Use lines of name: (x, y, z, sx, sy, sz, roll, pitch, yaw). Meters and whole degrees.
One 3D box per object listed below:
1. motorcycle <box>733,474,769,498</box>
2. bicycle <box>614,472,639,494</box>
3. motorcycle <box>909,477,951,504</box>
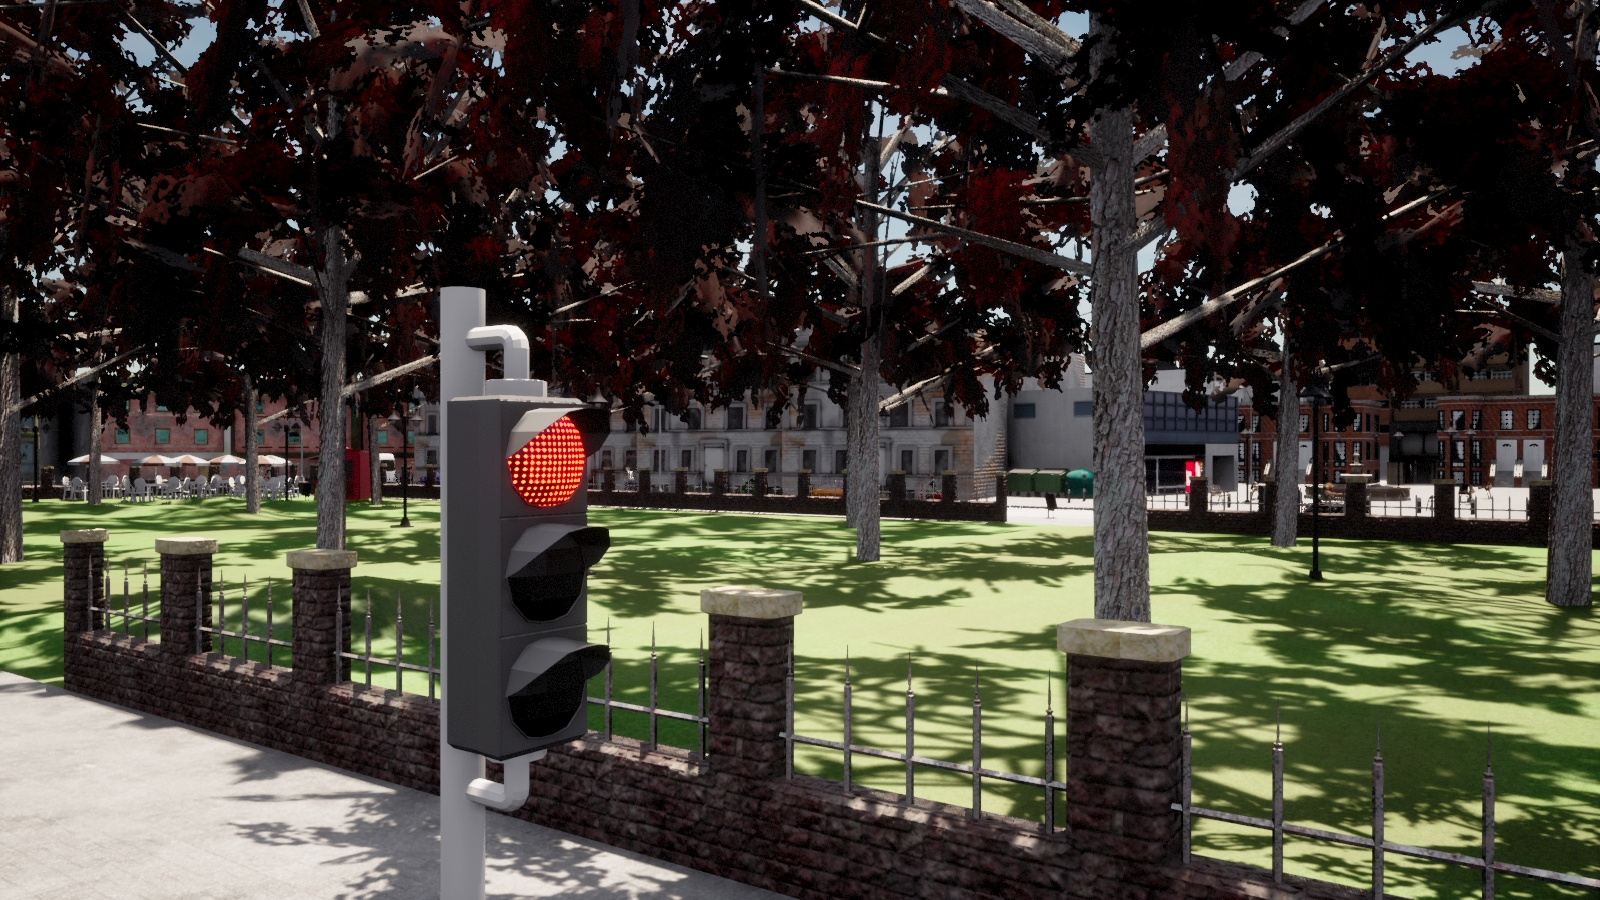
motorcycle: (-2.661, 1.962, 62.286, 1.805, 1.236, 0.856, 0, 0, 36)
bicycle: (-10.313, 1.936, 67.862, 1.643, 1.296, 0.373, 0, 0, 36)
motorcycle: (6.342, 1.962, 55.742, 1.805, 1.236, 0.856, 0, 0, 36)
